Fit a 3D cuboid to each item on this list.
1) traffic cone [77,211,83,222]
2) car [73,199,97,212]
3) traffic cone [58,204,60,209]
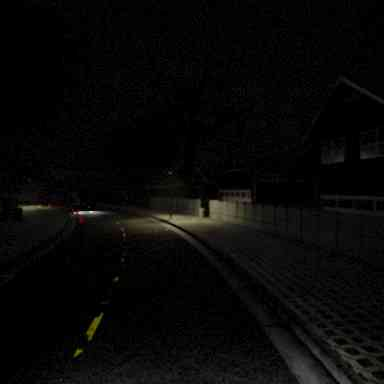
[{"bbox_3d":[-8.157,1.888,24.363,0.340,0.580,0.340,0,0,-19],"label":"traffic cone"},{"bbox_3d":[-12.168,1.447,37.768,1.994,1.385,4.181,0,0,-30],"label":"car"},{"bbox_3d":[-16.719,1.836,41.702,0.340,0.580,0.340,0,0,-33],"label":"traffic cone"}]
